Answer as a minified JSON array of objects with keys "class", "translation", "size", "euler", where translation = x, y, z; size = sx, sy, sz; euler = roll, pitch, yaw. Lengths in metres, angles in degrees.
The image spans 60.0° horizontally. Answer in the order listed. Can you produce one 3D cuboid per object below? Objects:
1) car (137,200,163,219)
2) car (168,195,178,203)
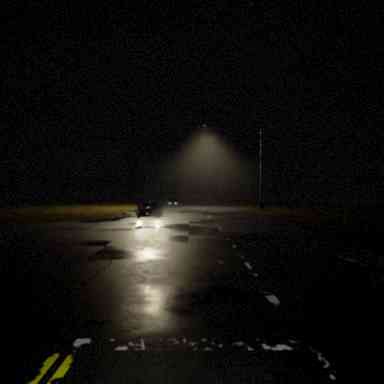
[{"class":"car","translation":[-3.578,1.471,28.781],"size":[1.837,1.490,4.892],"euler":[0,1,0]},{"class":"car","translation":[-3.867,1.352,67.007],"size":[2.033,1.411,5.357],"euler":[0,0,0]}]
